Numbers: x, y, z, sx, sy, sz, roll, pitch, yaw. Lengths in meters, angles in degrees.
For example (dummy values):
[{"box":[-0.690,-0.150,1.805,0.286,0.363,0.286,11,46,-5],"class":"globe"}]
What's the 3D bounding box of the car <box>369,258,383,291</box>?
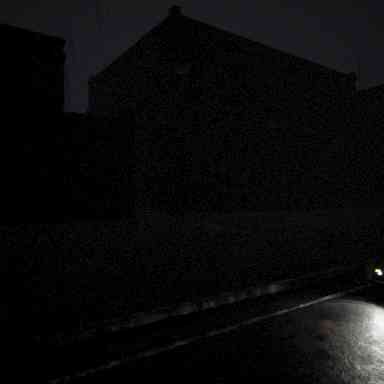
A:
[{"box":[6.421,1.606,7.947,5.357,1.411,2.033,0,0,-35],"class":"car"}]
